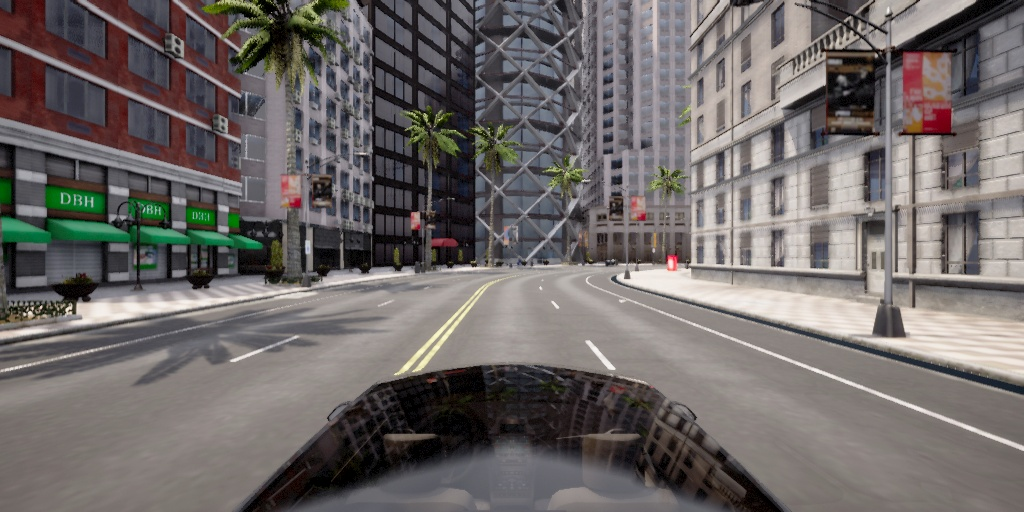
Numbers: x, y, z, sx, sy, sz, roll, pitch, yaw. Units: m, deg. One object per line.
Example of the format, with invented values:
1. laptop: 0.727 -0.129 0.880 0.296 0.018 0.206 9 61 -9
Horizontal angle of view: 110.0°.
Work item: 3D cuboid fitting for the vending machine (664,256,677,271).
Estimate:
1. vending machine: 19.506 0.928 43.605 1.100 2.100 0.880 0 0 44
